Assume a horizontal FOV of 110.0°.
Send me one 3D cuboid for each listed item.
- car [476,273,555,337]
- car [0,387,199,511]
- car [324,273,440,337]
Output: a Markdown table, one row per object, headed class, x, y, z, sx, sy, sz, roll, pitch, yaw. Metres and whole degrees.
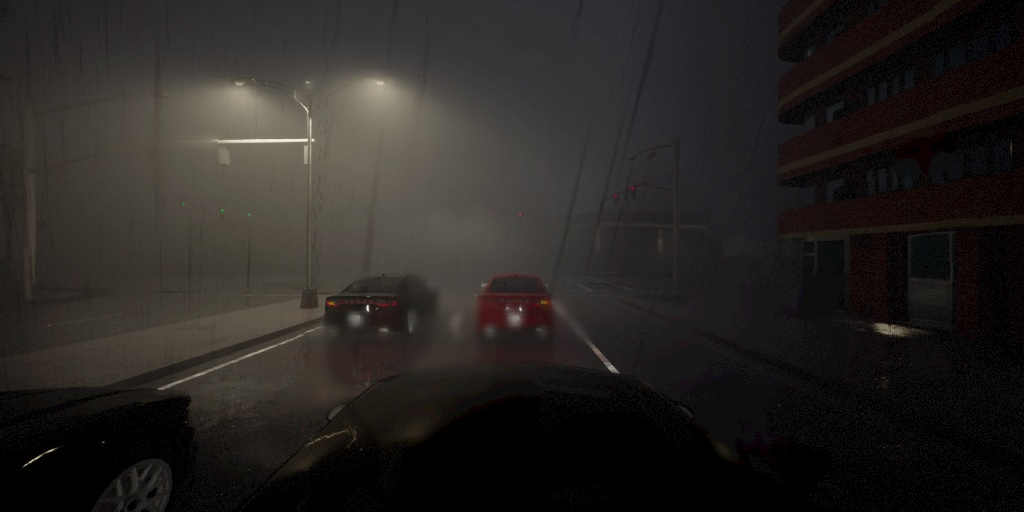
| class | x | y | z | sx | sy | sz | roll | pitch | yaw |
| --- | --- | --- | --- | --- | --- | --- | --- | --- | --- |
| car | 0.109 | 1.228 | 10.341 | 1.882 | 1.535 | 5.008 | 0 | 0 | 1 |
| car | -3.408 | 1.228 | 0.753 | 1.882 | 1.535 | 5.008 | 0 | 0 | 0 |
| car | -3.396 | 1.228 | 10.327 | 1.882 | 1.535 | 5.008 | 0 | 0 | 0 |
